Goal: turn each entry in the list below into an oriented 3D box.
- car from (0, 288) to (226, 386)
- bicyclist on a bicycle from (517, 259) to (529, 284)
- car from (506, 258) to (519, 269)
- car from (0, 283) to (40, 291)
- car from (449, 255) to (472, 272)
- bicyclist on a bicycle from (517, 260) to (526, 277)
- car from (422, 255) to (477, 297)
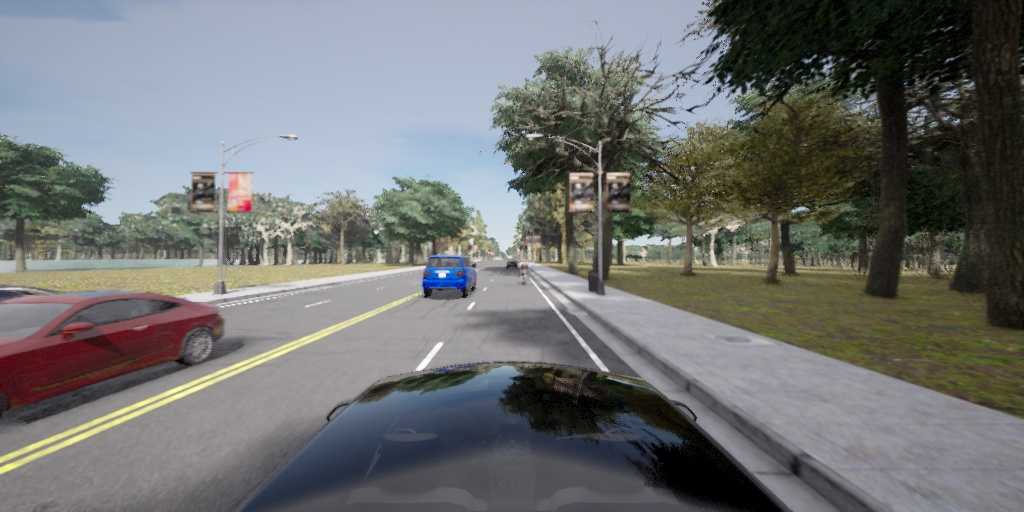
[{"bbox_3d":[-6.599,1.275,5.263,1.812,1.442,4.674,0,0,0],"label":"car"},{"bbox_3d":[0.890,1.117,24.924,0.659,1.776,1.843,0,0,0],"label":"bicyclist on a bicycle"},{"bbox_3d":[0.051,1.237,56.322,1.837,1.490,4.892,0,1,1],"label":"car"},{"bbox_3d":[-9.848,1.241,5.844,2.128,1.511,4.902,0,0,0],"label":"car"},{"bbox_3d":[-6.590,0.958,46.166,2.150,2.045,5.566,0,0,0],"label":"car"},{"bbox_3d":[0.878,1.179,34.356,0.866,1.612,1.509,0,0,0],"label":"bicyclist on a bicycle"},{"bbox_3d":[-3.154,0.969,18.919,2.150,2.045,5.566,0,0,0],"label":"car"}]
